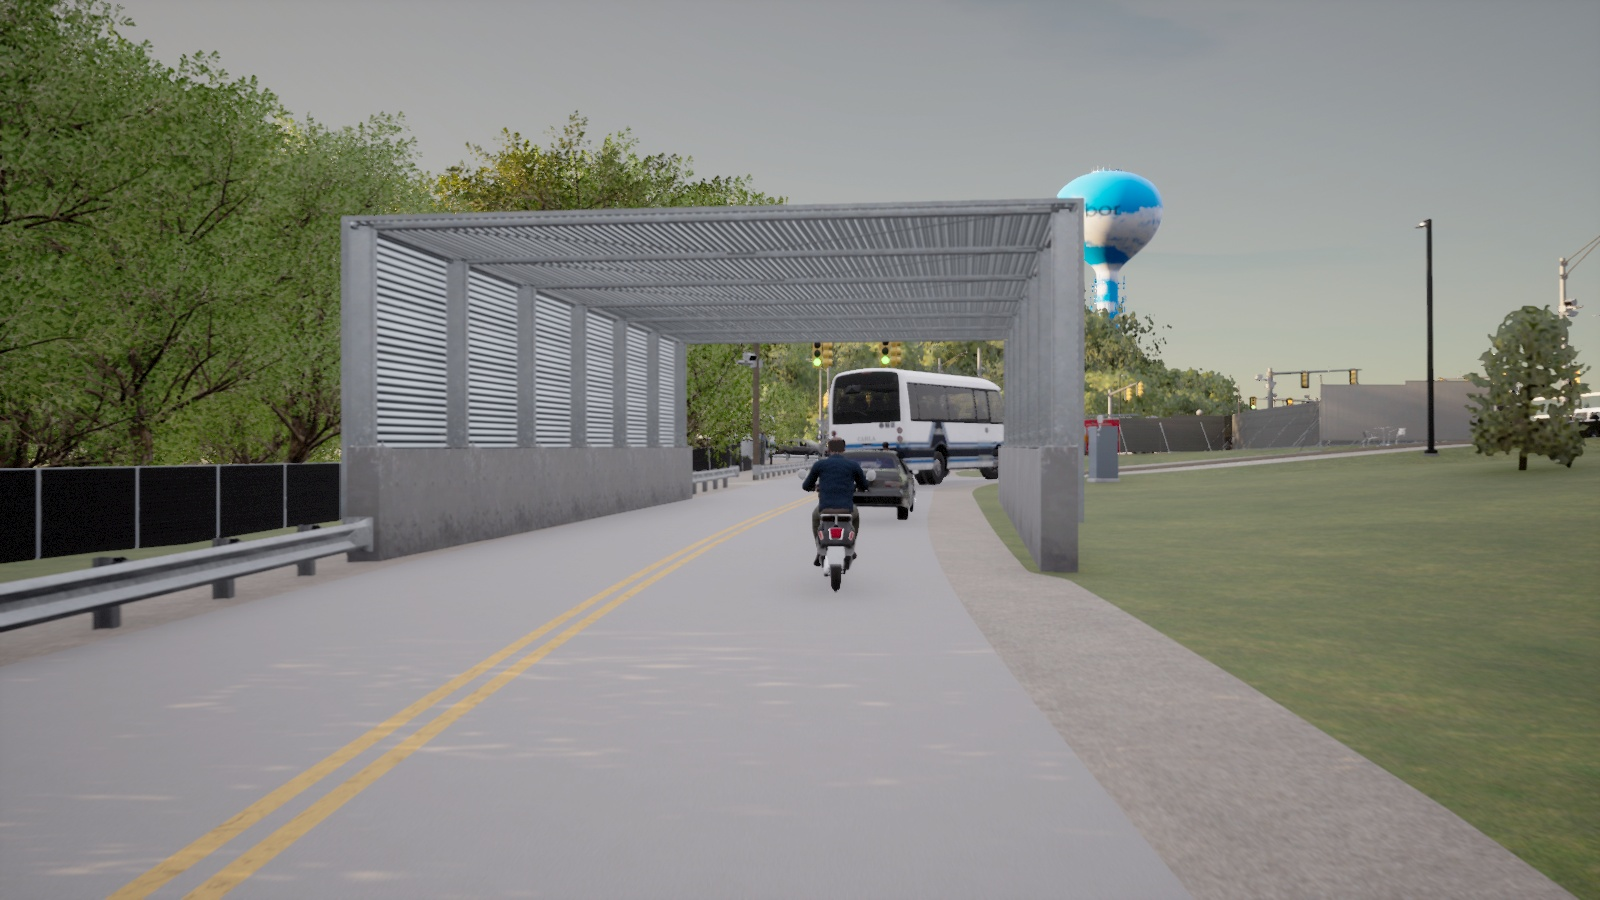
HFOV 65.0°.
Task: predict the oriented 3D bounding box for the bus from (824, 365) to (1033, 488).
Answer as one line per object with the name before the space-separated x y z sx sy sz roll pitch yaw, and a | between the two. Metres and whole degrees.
bus | 5.340 -0.826 49.580 3.944 4.253 10.273 -2 -1 32

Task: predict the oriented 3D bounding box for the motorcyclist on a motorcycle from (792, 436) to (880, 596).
motorcyclist on a motorcycle | 0.390 0.657 13.498 0.866 1.590 1.817 0 0 2

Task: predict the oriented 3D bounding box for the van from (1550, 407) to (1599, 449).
van | 41.745 -1.134 65.924 2.069 2.038 4.480 0 -1 -1

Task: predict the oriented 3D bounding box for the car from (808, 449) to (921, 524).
car | 1.501 0.703 26.944 2.033 1.411 5.357 0 0 7
